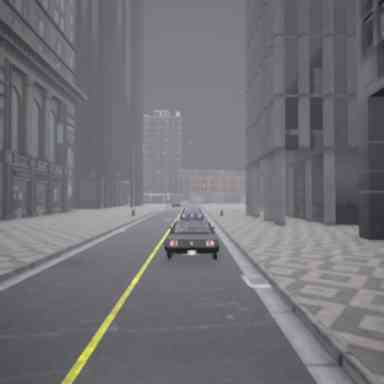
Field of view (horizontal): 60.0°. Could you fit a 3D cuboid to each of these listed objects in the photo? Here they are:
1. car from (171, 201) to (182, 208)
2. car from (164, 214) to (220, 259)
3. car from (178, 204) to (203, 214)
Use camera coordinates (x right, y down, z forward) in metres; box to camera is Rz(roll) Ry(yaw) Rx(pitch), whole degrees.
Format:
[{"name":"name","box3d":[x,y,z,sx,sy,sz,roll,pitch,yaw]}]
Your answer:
[{"name":"car","box3d":[-3.020,2.429,65.074,1.895,1.301,4.718,0,-1,0]},{"name":"car","box3d":[0.012,1.754,13.252,1.895,1.301,4.718,0,-1,0]},{"name":"car","box3d":[0.009,1.934,28.263,1.895,1.301,4.718,0,-1,0]}]
